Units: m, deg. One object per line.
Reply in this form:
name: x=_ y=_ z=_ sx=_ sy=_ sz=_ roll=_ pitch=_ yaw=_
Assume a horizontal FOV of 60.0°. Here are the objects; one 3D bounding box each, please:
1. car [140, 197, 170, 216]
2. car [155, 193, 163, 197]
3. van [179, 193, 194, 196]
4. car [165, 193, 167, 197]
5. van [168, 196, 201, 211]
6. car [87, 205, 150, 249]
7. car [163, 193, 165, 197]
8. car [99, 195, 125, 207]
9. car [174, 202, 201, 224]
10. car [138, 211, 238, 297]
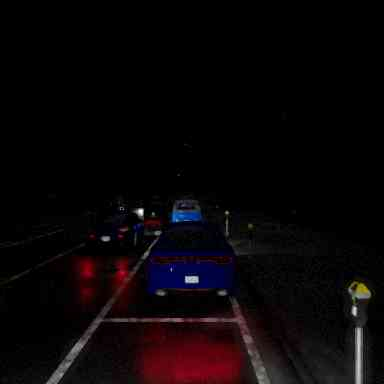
car: x=-3.145 y=1.501 z=29.439 sx=1.837 sy=1.490 sz=4.892 roll=0 pitch=0 yaw=0
car: x=-8.815 y=1.432 z=80.459 sx=1.752 sy=1.417 sz=4.829 roll=0 pitch=0 yaw=0
van: x=-0.290 y=1.316 z=36.980 sx=1.690 sy=1.788 sz=3.998 roll=0 pitch=0 yaw=0
car: x=-8.815 y=1.437 z=91.530 sx=1.887 sy=1.381 sz=4.507 roll=0 pitch=0 yaw=0
van: x=-0.290 y=1.333 z=19.998 sx=1.690 sy=1.788 sz=3.998 roll=0 pitch=0 yaw=0
car: x=-3.145 y=1.529 z=14.438 sx=1.812 sy=1.442 sz=4.674 roll=0 pitch=0 yaw=0
car: x=-8.815 y=1.450 z=86.079 sx=2.008 sy=1.369 sz=4.403 roll=0 pitch=0 yaw=0
car: x=-8.815 y=1.290 z=36.940 sx=2.192 sy=1.841 sz=5.009 roll=0 pitch=0 yaw=0
car: x=-0.290 y=1.532 z=25.659 sx=1.887 sy=1.381 sz=4.507 roll=0 pitch=0 yaw=0
car: x=-0.005 y=1.475 z=8.650 sx=1.882 sy=1.535 sz=5.008 roll=0 pitch=0 yaw=0
